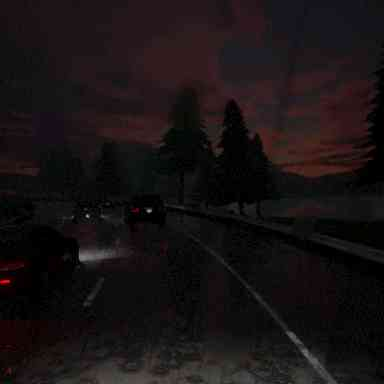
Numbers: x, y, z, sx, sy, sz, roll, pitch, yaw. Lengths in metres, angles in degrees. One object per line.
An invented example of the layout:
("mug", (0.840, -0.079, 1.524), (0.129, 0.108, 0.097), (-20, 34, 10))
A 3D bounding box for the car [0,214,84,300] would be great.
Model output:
("car", (-4.135, 1.506, 8.137), (1.812, 1.442, 4.674), (0, 0, -6))

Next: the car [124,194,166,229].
("car", (-3.102, 1.148, 21.408), (2.150, 2.045, 5.566), (0, 0, -15))

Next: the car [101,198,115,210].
("car", (-10.957, 1.423, 40.567), (2.033, 1.411, 5.357), (0, 0, -29))

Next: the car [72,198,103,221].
("car", (-8.156, 1.429, 25.758), (1.837, 1.490, 4.892), (0, 0, -19))
